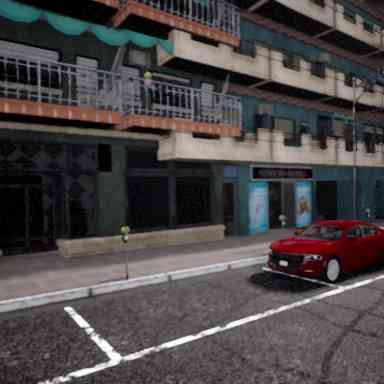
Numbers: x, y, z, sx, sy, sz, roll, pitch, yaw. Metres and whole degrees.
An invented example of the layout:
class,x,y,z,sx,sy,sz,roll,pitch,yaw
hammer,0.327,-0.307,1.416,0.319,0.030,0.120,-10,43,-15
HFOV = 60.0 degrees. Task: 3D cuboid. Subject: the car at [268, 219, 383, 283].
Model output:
class,x,y,z,sx,sy,sz,roll,pitch,yaw
car,4.082,1.496,9.491,4.507,1.381,1.887,0,-1,-36
